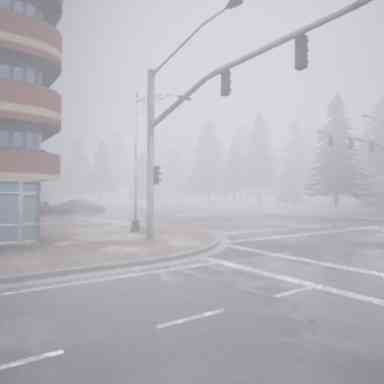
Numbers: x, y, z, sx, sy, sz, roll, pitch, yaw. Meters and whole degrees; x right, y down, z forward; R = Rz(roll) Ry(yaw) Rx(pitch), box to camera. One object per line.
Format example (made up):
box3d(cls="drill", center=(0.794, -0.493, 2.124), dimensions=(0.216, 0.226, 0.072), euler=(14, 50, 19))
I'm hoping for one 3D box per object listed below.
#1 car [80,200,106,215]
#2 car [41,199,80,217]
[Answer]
box3d(cls="car", center=(-11.200, 1.525, 34.048), dimensions=(5.008, 1.535, 1.882), euler=(0, -1, 17))
box3d(cls="car", center=(-13.393, 1.615, 31.173), dimensions=(4.718, 1.301, 1.895), euler=(0, 0, 15))
